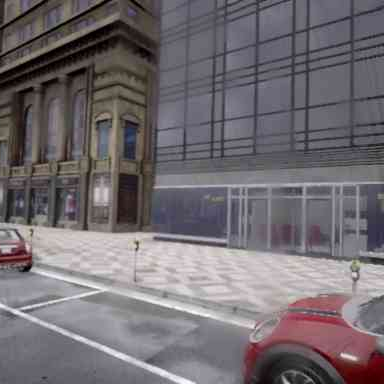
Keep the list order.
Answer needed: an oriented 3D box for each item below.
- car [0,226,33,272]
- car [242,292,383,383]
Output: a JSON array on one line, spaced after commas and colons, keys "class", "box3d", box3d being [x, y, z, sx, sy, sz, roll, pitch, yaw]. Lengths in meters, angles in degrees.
[{"class": "car", "box3d": [-7.209, 1.816, 11.248, 4.097, 1.590, 1.967, 0, -4, 36]}, {"class": "car", "box3d": [2.820, 1.641, 3.401, 4.553, 1.767, 2.097, 0, -4, 36]}]
